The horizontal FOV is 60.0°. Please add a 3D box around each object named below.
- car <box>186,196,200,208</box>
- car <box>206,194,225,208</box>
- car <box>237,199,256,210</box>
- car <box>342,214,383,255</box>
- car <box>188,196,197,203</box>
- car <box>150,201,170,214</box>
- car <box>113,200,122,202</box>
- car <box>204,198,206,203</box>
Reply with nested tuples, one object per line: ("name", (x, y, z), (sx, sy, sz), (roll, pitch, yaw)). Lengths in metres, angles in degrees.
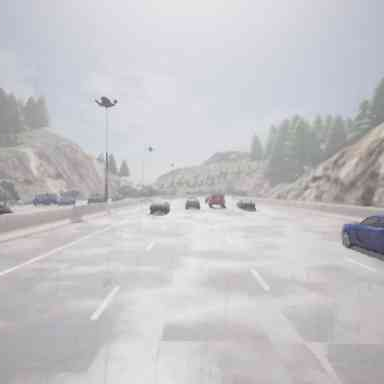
("car", (0.100, 1.602, 47.535), (1.994, 1.385, 4.181), (0, 0, 0))
("car", (3.603, 1.260, 48.878), (2.150, 2.045, 5.566), (0, 0, 0))
("car", (7.082, 1.637, 44.040), (1.895, 1.301, 4.718), (0, 0, 0))
("car", (7.111, 1.487, 11.737), (1.882, 1.535, 5.008), (0, 0, 0))
("car", (0.103, 1.535, 69.014), (1.882, 1.535, 5.008), (0, -1, 0))
("car", (-3.402, 1.631, 36.169), (1.895, 1.301, 4.718), (0, 0, 0))
("car", (-14.009, 1.606, 62.997), (1.994, 1.385, 4.181), (0, 0, 0))
("car", (3.596, 1.584, 68.890), (1.812, 1.442, 4.674), (0, -1, 0))
